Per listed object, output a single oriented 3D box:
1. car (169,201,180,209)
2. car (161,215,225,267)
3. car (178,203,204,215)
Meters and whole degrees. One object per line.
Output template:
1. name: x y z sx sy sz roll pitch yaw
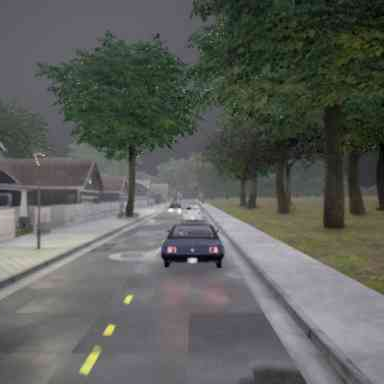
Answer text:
1. car: -2.813 2.208 56.900 1.895 1.301 4.718 0 -1 0
2. car: 0.041 1.720 11.847 1.895 1.301 4.718 0 -1 1
3. car: 0.049 1.818 28.195 1.812 1.442 4.674 0 0 0
